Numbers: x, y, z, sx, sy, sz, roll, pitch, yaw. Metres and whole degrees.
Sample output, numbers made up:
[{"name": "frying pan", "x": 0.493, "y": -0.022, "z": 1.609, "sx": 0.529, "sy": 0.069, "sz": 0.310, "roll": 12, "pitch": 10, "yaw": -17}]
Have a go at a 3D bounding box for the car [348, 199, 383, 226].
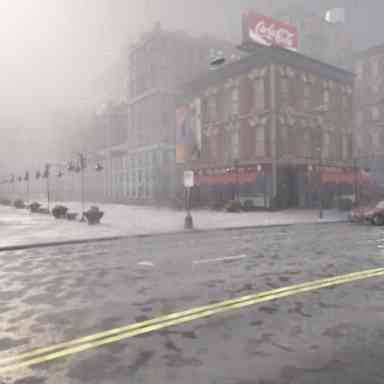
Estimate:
[{"name": "car", "x": 11.810, "y": 1.176, "z": 20.177, "sx": 4.674, "sy": 1.452, "sz": 2.002, "roll": -1, "pitch": 1, "yaw": -16}]
